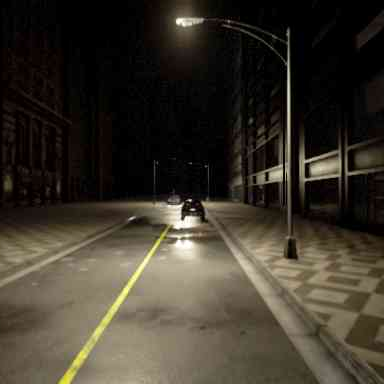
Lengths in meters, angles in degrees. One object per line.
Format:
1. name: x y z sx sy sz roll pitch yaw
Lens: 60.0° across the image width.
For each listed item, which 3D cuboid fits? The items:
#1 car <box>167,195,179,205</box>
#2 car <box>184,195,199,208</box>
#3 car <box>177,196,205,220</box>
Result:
1. car: -3.070 1.371 57.599 2.097 1.767 4.553 0 0 0
2. car: -0.011 1.368 48.307 2.097 1.767 4.553 0 0 0
3. car: 0.067 1.444 28.338 2.033 1.649 4.856 0 0 0
